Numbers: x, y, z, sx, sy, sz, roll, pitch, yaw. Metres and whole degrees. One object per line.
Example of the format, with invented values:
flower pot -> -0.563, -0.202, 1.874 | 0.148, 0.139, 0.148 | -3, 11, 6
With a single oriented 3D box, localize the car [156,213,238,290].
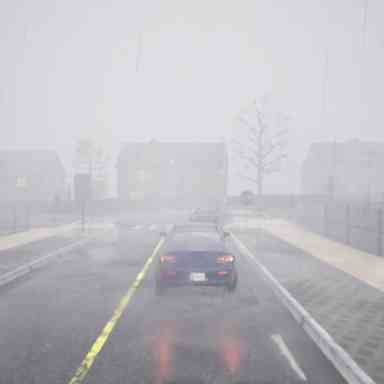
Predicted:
car -> 0.094, 1.522, 8.936 | 1.812, 1.442, 4.674 | 0, 0, 0

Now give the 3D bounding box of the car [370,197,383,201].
car -> 17.539, 0.869, 28.775 | 4.553, 1.767, 2.097 | -1, 1, 0

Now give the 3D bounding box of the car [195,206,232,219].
car -> 1.399, 1.582, 22.520 | 1.895, 1.301, 4.718 | 0, 1, 18
